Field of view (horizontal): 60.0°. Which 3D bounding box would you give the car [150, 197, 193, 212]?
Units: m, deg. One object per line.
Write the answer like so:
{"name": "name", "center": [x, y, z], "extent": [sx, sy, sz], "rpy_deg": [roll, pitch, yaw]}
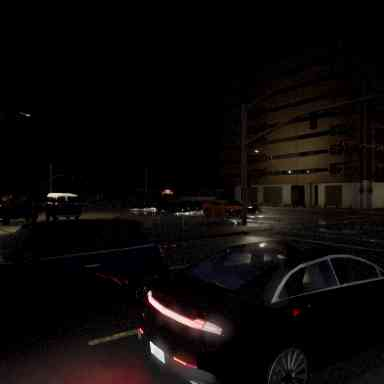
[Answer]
{"name": "car", "center": [-2.547, 1.603, 39.098], "extent": [2.033, 1.411, 5.357], "rpy_deg": [0, 0, -34]}

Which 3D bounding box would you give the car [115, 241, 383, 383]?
{"name": "car", "center": [1.638, 1.492, 4.908], "extent": [4.902, 1.511, 2.128], "rpy_deg": [0, 0, -34]}

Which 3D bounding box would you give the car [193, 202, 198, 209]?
{"name": "car", "center": [-0.618, 1.656, 42.484], "extent": [1.895, 1.301, 4.718], "rpy_deg": [0, 0, -34]}

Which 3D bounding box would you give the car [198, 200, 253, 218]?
{"name": "car", "center": [2.985, 1.533, 30.986], "extent": [1.882, 1.535, 5.008], "rpy_deg": [0, 0, -34]}

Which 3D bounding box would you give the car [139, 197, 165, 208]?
{"name": "car", "center": [-6.180, 1.560, 50.664], "extent": [1.837, 1.490, 4.892], "rpy_deg": [0, 0, -34]}

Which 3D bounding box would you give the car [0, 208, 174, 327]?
{"name": "car", "center": [-2.740, 1.352, 6.341], "extent": [4.553, 1.767, 2.097], "rpy_deg": [0, 0, -34]}

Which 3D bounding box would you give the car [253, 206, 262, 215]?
{"name": "car", "center": [4.782, 1.603, 34.563], "extent": [2.033, 1.411, 5.357], "rpy_deg": [0, 0, -34]}

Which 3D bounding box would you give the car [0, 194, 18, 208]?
{"name": "car", "center": [-31.359, 1.209, 56.593], "extent": [1.932, 1.855, 4.605], "rpy_deg": [0, 0, -34]}

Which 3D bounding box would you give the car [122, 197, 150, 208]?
{"name": "car", "center": [-8.393, 1.533, 47.690], "extent": [1.882, 1.535, 5.008], "rpy_deg": [0, 0, -34]}
